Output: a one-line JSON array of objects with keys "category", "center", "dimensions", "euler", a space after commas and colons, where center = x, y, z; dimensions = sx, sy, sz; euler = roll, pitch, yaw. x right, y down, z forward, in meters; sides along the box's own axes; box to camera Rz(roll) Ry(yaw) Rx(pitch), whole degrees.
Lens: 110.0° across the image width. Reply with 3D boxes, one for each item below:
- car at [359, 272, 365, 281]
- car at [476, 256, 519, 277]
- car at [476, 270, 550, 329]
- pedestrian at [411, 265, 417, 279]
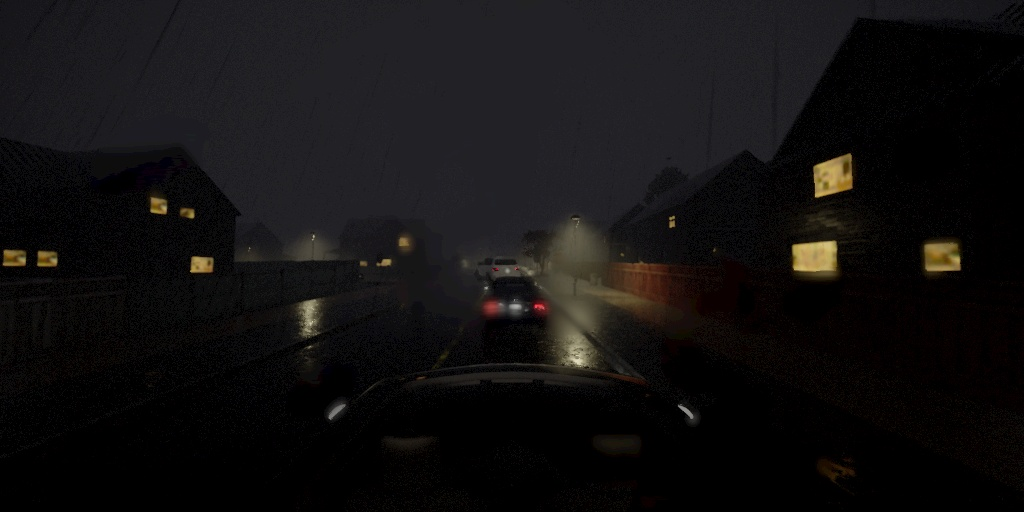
[{"category": "car", "center": [-14.913, 1.611, 30.893], "dimensions": [4.181, 1.385, 1.994], "euler": [-1, -3, 8]}, {"category": "car", "center": [-1.129, 1.040, 26.932], "dimensions": [2.150, 2.045, 5.566], "euler": [-1, 1, -18]}, {"category": "car", "center": [0.101, 1.347, 11.395], "dimensions": [2.033, 1.411, 5.357], "euler": [0, 0, 0]}, {"category": "pedestrian", "center": [-9.911, 1.391, 36.142], "dimensions": [0.375, 1.860, 0.375], "euler": [0, -2, 5]}]
